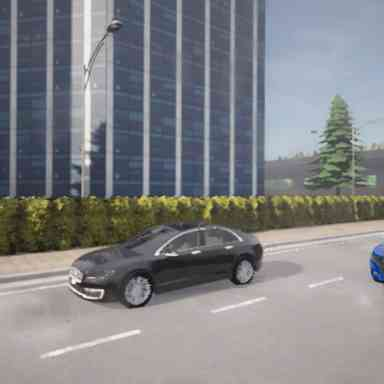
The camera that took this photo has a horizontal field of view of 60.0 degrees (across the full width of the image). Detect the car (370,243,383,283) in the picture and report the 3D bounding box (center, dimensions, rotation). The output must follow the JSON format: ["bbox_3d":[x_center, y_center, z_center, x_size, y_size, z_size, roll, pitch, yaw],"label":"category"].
[{"bbox_3d":[6.600,1.541,8.707,5.008,1.535,1.882,1,0,-35],"label":"car"}]

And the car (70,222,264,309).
[{"bbox_3d":[-0.373,1.530,8.021,4.892,1.490,1.837,0,0,-36],"label":"car"}]
